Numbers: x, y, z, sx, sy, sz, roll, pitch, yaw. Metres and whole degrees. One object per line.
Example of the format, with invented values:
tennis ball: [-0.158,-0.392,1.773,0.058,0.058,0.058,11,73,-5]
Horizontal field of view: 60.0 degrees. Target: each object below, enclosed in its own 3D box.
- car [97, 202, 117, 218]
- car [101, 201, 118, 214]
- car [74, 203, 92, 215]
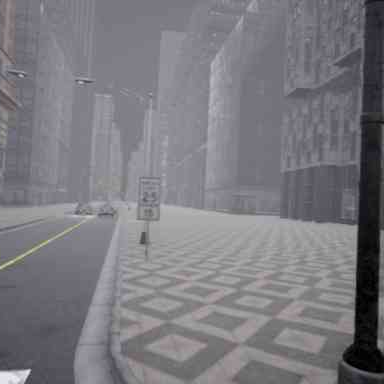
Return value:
car: [-10.431,2.332,40.521,2.033,1.411,5.357,3,-2,-11]
car: [-12.659,2.354,51.278,2.097,1.767,4.553,3,-2,-11]
car: [-14.188,2.205,43.684,1.837,1.490,4.892,3,-2,-11]
